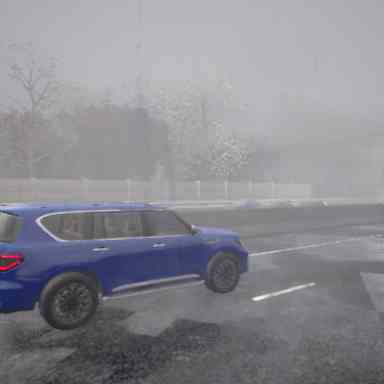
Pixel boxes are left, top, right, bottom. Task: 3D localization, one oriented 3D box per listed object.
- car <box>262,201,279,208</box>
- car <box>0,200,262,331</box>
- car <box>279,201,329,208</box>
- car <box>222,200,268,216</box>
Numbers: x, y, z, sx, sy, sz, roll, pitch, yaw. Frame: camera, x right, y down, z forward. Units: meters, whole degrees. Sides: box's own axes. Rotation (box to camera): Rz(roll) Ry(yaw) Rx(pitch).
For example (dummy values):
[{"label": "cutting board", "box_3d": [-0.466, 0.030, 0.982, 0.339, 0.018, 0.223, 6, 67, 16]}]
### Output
[{"label": "car", "box_3d": [8.120, 1.557, 31.177, 5.357, 1.411, 2.033, 0, 0, -35]}, {"label": "car", "box_3d": [-1.306, 1.221, 7.119, 5.566, 2.045, 2.150, 0, 0, -35]}, {"label": "car", "box_3d": [9.947, 1.517, 28.184, 4.892, 1.490, 1.837, 1, 0, -35]}, {"label": "car", "box_3d": [5.372, 1.534, 33.526, 4.674, 1.442, 1.812, 0, 0, -35]}]
